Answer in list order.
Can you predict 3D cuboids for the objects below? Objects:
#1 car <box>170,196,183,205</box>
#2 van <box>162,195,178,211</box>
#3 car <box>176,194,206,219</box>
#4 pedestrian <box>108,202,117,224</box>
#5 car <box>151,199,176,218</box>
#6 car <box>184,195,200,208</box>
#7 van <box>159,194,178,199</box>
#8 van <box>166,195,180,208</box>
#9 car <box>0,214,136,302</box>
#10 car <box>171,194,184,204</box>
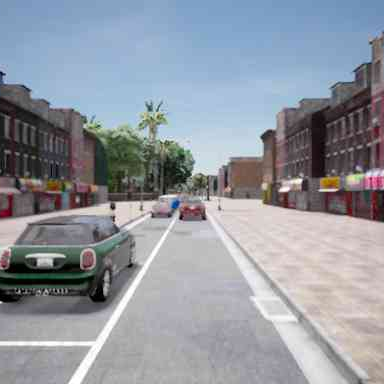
[{"bbox_3d":[-2.618,1.469,56.671,2.008,1.369,4.403,0,0,0],"label":"car"},{"bbox_3d":[-2.624,1.273,40.278,1.690,1.788,3.998,0,0,0],"label":"van"},{"bbox_3d":[0.058,1.294,28.039,2.097,1.767,4.553,0,0,1],"label":"car"},{"bbox_3d":[-2.702,1.265,11.158,0.375,1.860,0.375,0,0,0],"label":"pedestrian"},{"bbox_3d":[-2.627,1.523,29.350,1.802,1.307,4.206,0,0,0],"label":"car"},{"bbox_3d":[0.030,1.278,45.919,2.097,1.767,4.553,0,0,0],"label":"car"},{"bbox_3d":[-2.626,1.277,34.814,1.690,1.788,3.998,0,0,0],"label":"van"},{"bbox_3d":[-2.622,1.268,45.743,1.690,1.788,3.998,0,0,0],"label":"van"},{"bbox_3d":[-2.747,1.330,8.351,2.097,1.767,4.553,0,0,0],"label":"car"},{"bbox_3d":[-2.616,1.232,62.135,2.192,1.841,5.009,0,0,0],"label":"car"}]
